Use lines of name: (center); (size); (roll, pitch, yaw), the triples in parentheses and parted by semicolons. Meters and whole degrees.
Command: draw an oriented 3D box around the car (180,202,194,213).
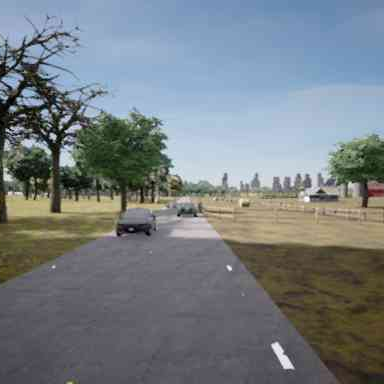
car: (-0.706, 2.164, 46.993); (1.837, 1.490, 4.892); (0, -1, -1)

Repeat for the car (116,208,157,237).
car: (-3.210, 1.710, 19.861); (1.882, 1.535, 5.008); (0, -1, -1)

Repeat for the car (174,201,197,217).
car: (-0.534, 1.837, 36.884); (2.097, 1.767, 4.553); (0, -1, 0)

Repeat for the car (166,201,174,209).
car: (-3.818, 2.461, 62.603); (2.128, 1.511, 4.902); (0, -1, -1)
